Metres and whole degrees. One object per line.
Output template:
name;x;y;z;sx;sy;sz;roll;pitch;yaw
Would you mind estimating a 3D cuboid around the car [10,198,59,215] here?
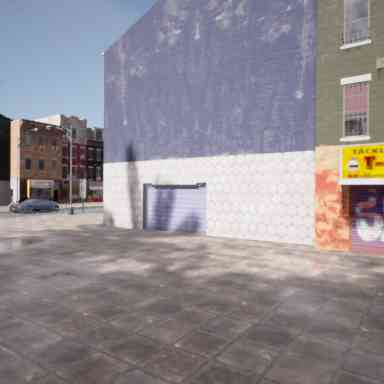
car;-14.737;1.305;31.249;1.994;1.385;4.181;1;1;35
